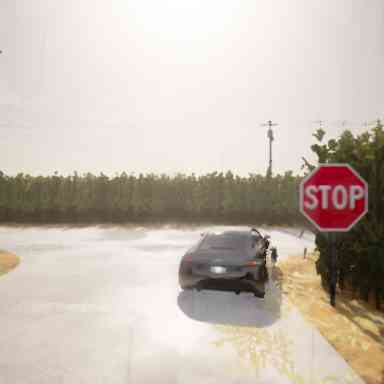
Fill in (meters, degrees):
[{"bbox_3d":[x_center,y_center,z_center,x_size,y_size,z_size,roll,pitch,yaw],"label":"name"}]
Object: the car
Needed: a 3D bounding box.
[{"bbox_3d":[1.104,1.593,8.870,1.994,1.385,4.181,0,0,16],"label":"car"}]
